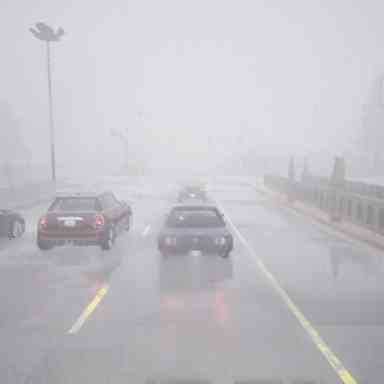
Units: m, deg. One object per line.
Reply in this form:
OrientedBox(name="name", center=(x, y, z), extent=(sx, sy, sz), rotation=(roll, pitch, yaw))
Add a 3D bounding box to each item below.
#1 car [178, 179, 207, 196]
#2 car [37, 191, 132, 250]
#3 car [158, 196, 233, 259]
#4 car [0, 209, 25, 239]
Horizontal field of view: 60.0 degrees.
OrientedBox(name="car", center=(0.022, -0.196, 22.608), extent=(1.812, 1.442, 4.674), rotation=(0, 6, 0))
OrientedBox(name="car", center=(-3.426, 0.728, 11.443), extent=(2.097, 1.767, 4.553), rotation=(0, 4, 0))
OrientedBox(name="car", center=(0.083, 1.061, 10.354), extent=(1.895, 1.301, 4.718), rotation=(0, 4, 0))
OrientedBox(name="car", center=(-6.920, 0.994, 9.992), extent=(1.837, 1.490, 4.892), rotation=(0, 4, 0))
